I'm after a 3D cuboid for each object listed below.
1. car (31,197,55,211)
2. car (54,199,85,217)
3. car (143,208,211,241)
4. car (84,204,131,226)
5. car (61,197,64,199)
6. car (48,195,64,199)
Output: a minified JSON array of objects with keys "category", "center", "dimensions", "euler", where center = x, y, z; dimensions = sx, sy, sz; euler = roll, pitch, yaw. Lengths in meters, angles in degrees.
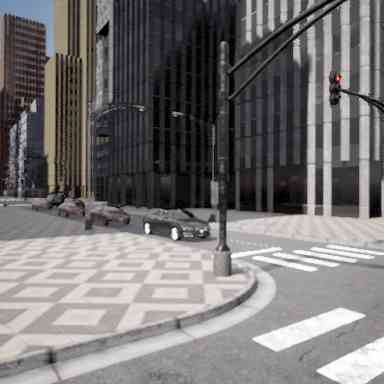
[{"category":"car","center":[-20.533,1.744,45.350],"dimensions":[1.812,1.442,4.674],"euler":[0,-1,-35]},{"category":"car","center":[-12.091,1.704,33.336],"dimensions":[1.812,1.442,4.674],"euler":[0,0,-35]},{"category":"car","center":[-0.923,1.626,17.625],"dimensions":[1.837,1.490,4.892],"euler":[0,0,-35]},{"category":"car","center":[-6.293,1.675,25.168],"dimensions":[1.812,1.442,4.674],"euler":[0,0,-35]},{"category":"car","center":[-15.224,1.731,43.145],"dimensions":[1.837,1.490,4.892],"euler":[0,0,-35]},{"category":"car","center":[-21.289,1.474,51.603],"dimensions":[2.150,2.045,5.566],"euler":[0,0,-35]}]
